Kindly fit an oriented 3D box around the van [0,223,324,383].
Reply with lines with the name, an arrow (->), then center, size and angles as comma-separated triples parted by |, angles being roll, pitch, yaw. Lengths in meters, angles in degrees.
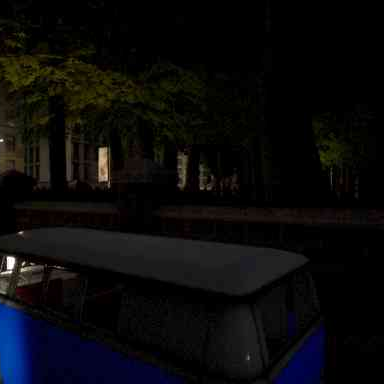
van -> -0.749, 1.341, 3.395 | 3.998, 1.788, 1.690 | 0, 0, 36
